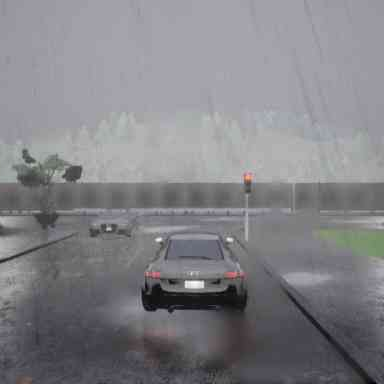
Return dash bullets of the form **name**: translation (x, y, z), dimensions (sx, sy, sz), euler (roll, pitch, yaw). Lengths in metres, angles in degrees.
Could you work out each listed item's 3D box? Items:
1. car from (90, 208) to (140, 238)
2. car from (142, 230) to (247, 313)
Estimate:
- **car**: translation (-3.952, 1.562, 17.677), dimensions (1.994, 1.385, 4.181), euler (0, 0, -2)
- **car**: translation (0.054, 1.563, 7.737), dimensions (1.994, 1.385, 4.181), euler (0, 0, 0)
